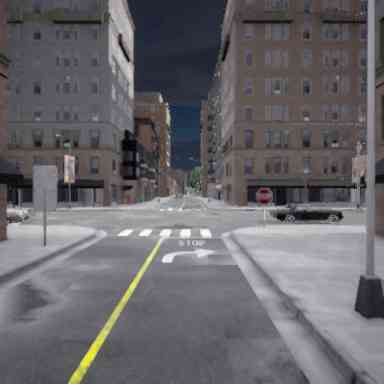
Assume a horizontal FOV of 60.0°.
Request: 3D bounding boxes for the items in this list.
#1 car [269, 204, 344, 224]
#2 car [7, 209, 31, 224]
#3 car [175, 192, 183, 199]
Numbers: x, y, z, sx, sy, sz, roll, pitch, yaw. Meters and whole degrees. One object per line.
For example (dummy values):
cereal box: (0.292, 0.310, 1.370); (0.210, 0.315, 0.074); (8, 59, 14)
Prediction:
car: (7.833, 1.469, 22.911); (4.718, 1.301, 1.895); (0, 0, 0)
car: (-13.759, 1.486, 22.821); (4.718, 1.301, 1.895); (0, 0, 0)
car: (-3.115, 0.812, 79.926); (2.128, 1.511, 4.902); (0, 0, -2)
